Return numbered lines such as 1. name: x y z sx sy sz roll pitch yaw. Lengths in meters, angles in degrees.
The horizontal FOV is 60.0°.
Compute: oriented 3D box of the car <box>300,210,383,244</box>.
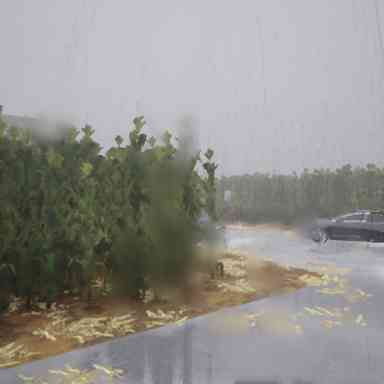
1. car: 7.283 1.540 14.514 4.902 1.511 2.128 0 1 29
